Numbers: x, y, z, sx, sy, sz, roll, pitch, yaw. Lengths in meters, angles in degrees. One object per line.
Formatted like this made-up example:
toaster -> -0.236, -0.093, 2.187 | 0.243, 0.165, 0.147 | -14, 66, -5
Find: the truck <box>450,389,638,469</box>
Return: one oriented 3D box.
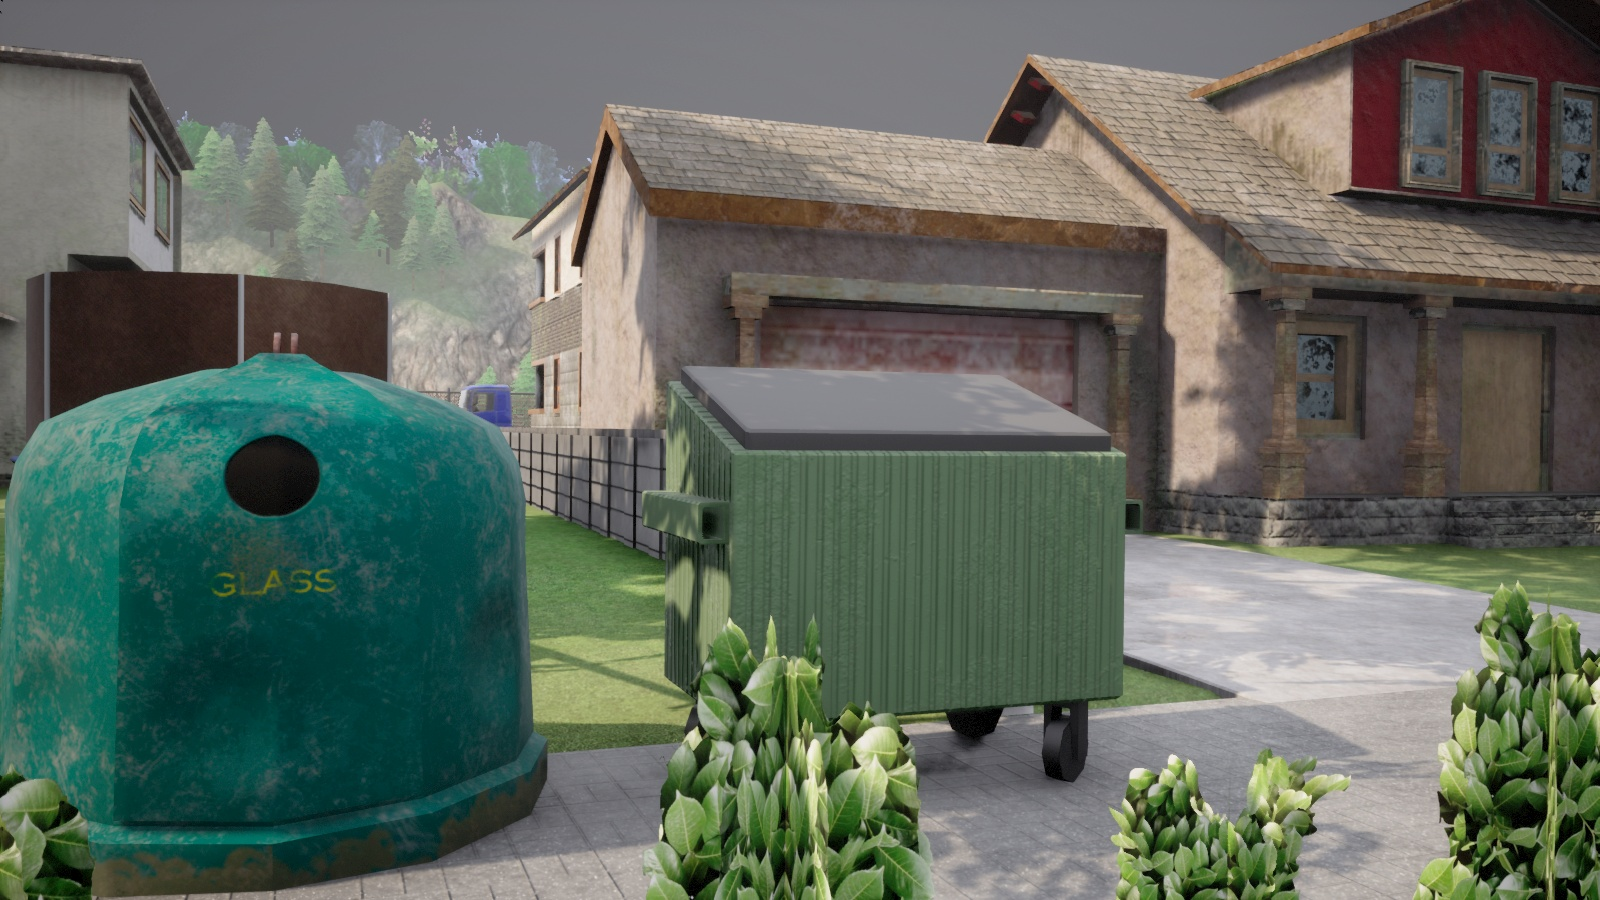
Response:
truck -> -11.539, -0.981, 56.635 | 7.936, 3.462, 2.891 | -1, 1, -21
